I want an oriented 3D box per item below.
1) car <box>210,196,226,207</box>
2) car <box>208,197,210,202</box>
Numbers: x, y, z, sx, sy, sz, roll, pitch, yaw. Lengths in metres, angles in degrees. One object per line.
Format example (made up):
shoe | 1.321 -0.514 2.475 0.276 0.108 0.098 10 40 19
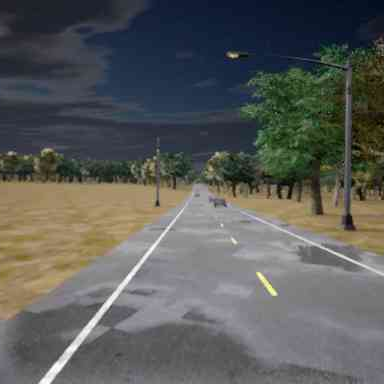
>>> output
car | 4.387 1.500 52.945 2.128 1.511 4.902 1 0 1
car | 4.573 1.476 71.641 2.033 1.411 5.357 1 0 1
